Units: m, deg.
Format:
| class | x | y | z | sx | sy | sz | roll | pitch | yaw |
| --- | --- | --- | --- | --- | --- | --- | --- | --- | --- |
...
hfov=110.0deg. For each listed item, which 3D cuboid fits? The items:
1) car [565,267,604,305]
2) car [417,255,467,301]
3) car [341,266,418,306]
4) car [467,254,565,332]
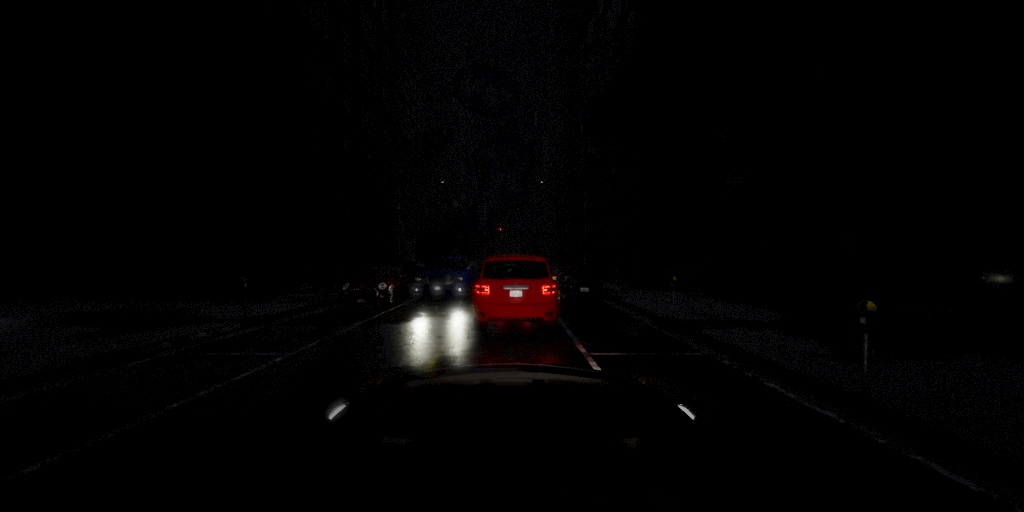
| class | x | y | z | sx | sy | sz | roll | pitch | yaw |
| --- | --- | --- | --- | --- | --- | --- | --- | --- | --- |
| car | 2.763 | 1.313 | 15.662 | 1.948 | 1.339 | 4.313 | 0 | 0 | 0 |
| car | -3.086 | 0.968 | 17.600 | 2.150 | 2.045 | 5.566 | 0 | 0 | 0 |
| car | -5.763 | 1.188 | 15.663 | 1.967 | 1.591 | 4.097 | 0 | 0 | 0 |
| car | 0.103 | 0.970 | 11.023 | 2.150 | 2.045 | 5.566 | 0 | 0 | 0 |
